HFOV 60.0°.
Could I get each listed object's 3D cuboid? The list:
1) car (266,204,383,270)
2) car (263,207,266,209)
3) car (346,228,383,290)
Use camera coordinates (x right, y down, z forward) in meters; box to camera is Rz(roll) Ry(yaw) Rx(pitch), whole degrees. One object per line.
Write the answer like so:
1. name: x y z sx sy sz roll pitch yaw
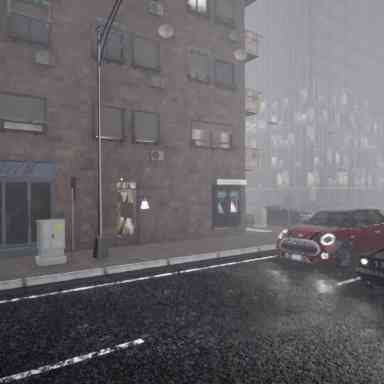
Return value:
1. car: 4.935 1.348 11.200 4.553 1.767 2.097 0 0 -35
2. car: 7.726 1.758 27.303 2.128 1.511 4.902 -1 -1 -35
3. car: 5.916 1.598 7.912 4.718 1.301 1.895 0 0 -36
